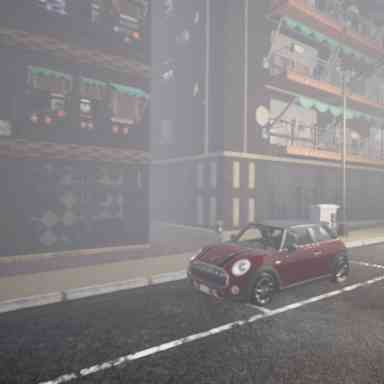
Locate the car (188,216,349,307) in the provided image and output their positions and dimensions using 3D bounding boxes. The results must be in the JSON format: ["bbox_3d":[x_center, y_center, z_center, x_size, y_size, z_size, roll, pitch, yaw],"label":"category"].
[{"bbox_3d":[1.877,1.424,7.885,4.097,1.590,1.967,0,1,-36],"label":"car"}]
